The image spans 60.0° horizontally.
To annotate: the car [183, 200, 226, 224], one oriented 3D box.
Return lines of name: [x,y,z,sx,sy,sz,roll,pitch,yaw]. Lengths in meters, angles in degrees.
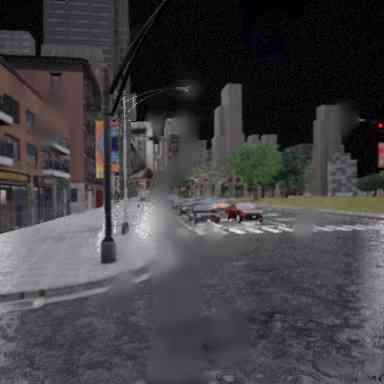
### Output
car: [0.825,1.628,25.805,2.033,1.411,5.357,-1,0,-8]

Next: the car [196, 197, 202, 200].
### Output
car: [1.461,1.694,44.722,2.033,1.411,5.357,-1,0,-8]

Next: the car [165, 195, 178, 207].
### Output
car: [-3.269,1.472,55.348,2.150,2.045,5.566,-1,0,-8]

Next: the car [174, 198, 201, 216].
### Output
car: [-0.454,1.696,34.927,1.994,1.385,4.181,-1,0,-8]

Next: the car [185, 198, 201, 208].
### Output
car: [0.110,1.768,54.577,1.994,1.385,4.181,-1,0,-8]

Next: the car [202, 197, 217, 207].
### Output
car: [2.996,1.705,57.897,1.812,1.442,4.674,-1,0,-8]

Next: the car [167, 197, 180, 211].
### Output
car: [-1.832,1.753,44.810,1.994,1.385,4.181,-1,0,-8]

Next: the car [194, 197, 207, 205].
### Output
car: [1.615,1.727,67.763,1.837,1.490,4.892,-1,0,-8]

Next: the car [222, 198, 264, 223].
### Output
car: [4.069,1.518,26.262,1.882,1.535,5.008,-1,0,-9]

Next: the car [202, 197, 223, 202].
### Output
car: [2.786,1.443,35.228,2.097,1.767,4.553,-1,0,-8]

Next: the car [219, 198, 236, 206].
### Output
car: [6.211,1.740,58.377,1.895,1.301,4.718,-1,0,-8]

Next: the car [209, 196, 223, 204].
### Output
car: [4.833,1.666,68.214,1.882,1.535,5.008,-1,0,-8]
